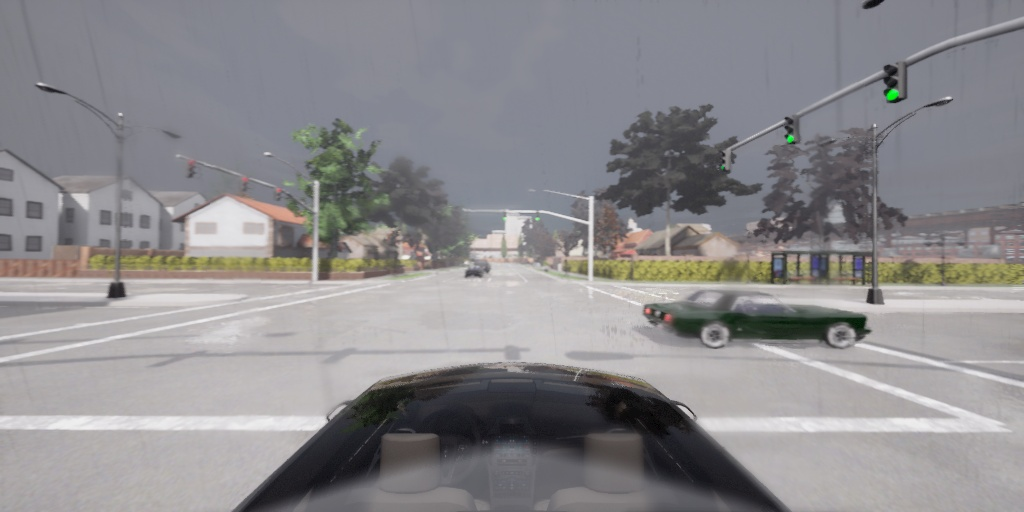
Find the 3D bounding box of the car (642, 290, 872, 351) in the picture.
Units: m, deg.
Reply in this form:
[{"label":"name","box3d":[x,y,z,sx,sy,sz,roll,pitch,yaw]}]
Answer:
[{"label":"car","box3d":[5.914,1.518,8.972,4.718,1.301,1.895,1,-1,-1]}]

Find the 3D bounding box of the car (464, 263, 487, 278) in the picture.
[{"label":"car","box3d":[-4.182,1.756,39.893,1.895,1.301,4.718,1,-1,-1]}]

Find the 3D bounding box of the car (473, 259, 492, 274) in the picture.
[{"label":"car","box3d":[-4.518,1.530,53.296,2.150,2.045,5.566,1,-1,-1]}]
